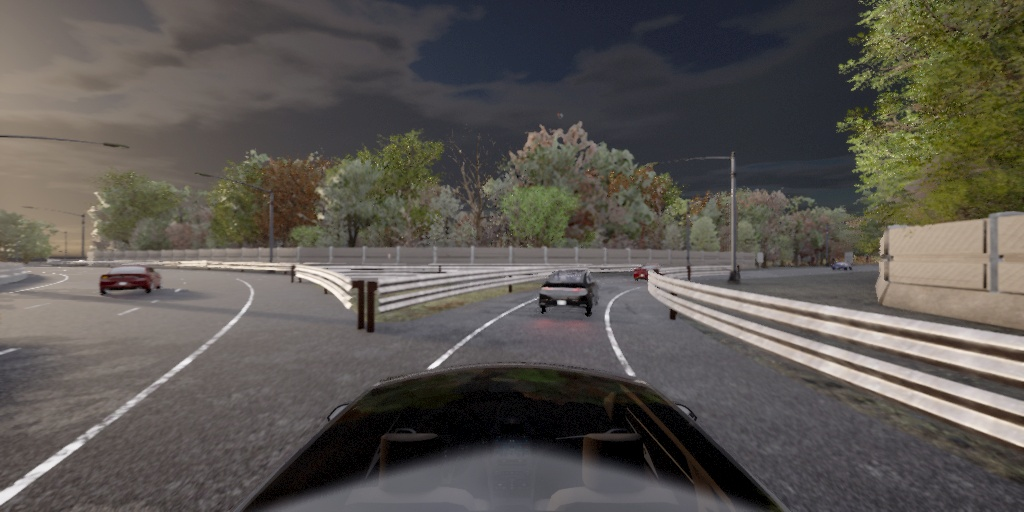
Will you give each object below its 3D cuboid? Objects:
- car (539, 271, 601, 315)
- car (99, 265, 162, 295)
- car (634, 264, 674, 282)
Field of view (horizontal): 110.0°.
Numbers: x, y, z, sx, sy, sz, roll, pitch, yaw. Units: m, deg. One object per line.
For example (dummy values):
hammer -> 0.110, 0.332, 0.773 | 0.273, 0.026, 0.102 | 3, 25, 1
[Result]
car -> 2.362, 1.316, 14.027 | 2.128, 1.511, 4.902 | 0, 0, 18
car -> -21.334, 1.258, 20.240 | 1.882, 1.535, 5.008 | 0, 0, -37
car -> 12.307, 1.424, 30.904 | 1.882, 1.535, 5.008 | -1, -1, 44
